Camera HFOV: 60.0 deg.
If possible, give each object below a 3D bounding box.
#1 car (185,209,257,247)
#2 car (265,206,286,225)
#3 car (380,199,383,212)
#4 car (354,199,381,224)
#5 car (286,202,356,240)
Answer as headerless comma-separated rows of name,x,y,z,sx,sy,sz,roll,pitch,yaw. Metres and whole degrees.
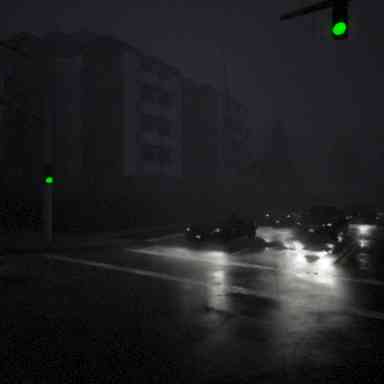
car,1.528,1.562,15.630,1.812,1.442,4.674,0,0,33
car,6.876,1.639,23.612,1.895,1.301,4.718,0,0,35
car,22.265,1.512,38.423,4.902,1.511,2.128,0,0,-31
car,12.822,1.526,25.570,1.837,1.490,4.892,0,0,40
car,6.875,1.513,17.385,2.128,1.511,4.902,0,0,34
